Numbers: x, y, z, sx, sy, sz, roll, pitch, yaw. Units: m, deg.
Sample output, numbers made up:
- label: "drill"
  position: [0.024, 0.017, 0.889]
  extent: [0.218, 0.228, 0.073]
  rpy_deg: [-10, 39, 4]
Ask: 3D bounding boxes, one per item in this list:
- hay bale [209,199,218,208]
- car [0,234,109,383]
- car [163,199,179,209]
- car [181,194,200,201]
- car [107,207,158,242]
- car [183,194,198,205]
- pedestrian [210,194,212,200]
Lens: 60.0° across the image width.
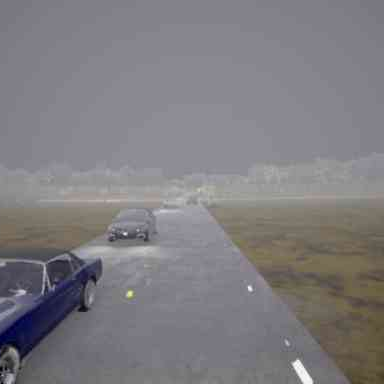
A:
- label: "hay bale"
  position: [3.124, 1.657, 48.706]
  extent: [1.220, 1.180, 1.240]
  rpy_deg: [1, 1, 0]
- label: "car"
  position: [-2.847, 1.610, 5.000]
  extent: [1.895, 1.301, 4.718]
  rpy_deg: [0, 0, 0]
- label: "car"
  position: [-2.848, 1.609, 45.235]
  extent: [1.895, 1.301, 4.718]
  rpy_deg: [0, 0, 0]
- label: "car"
  position: [-0.335, 1.319, 84.485]
  extent: [2.128, 1.511, 4.902]
  rpy_deg: [1, 1, 37]
- label: "car"
  position: [-2.816, 1.526, 16.568]
  extent: [1.837, 1.490, 4.892]
  rpy_deg: [0, 0, 0]
- label: "car"
  position: [-0.006, 1.552, 58.551]
  extent: [2.033, 1.411, 5.357]
  rpy_deg: [0, 0, 0]
- label: "pedestrian"
  position: [2.811, 1.272, 49.837]
  extent: [0.375, 1.860, 0.375]
  rpy_deg: [-1, 2, -10]
